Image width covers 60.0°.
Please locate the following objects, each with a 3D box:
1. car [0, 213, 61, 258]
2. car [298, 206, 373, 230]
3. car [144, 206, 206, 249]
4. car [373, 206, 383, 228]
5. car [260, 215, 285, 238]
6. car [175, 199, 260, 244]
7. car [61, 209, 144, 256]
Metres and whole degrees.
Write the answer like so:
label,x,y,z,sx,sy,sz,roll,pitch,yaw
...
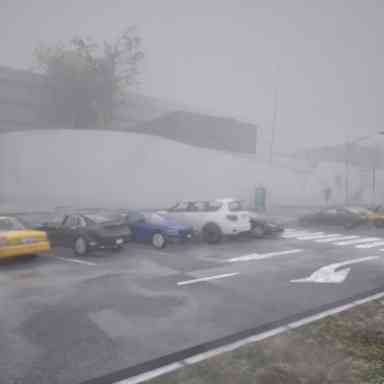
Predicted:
label,x,y,z,sx,sy,sz,roll,pitch,yaw
car,-7.181,1.503,11.735,5.366,1.575,1.946,-1,-1,35
car,9.976,1.820,23.737,4.674,1.452,2.002,-1,-1,35
car,-2.170,1.572,15.098,5.008,1.535,2.097,-1,-2,35
car,12.557,1.824,25.368,5.366,1.575,1.946,-1,-2,35
car,2.687,1.650,18.562,4.892,1.521,2.231,-1,-2,34
car,0.234,1.358,16.839,5.566,2.045,2.435,-1,-1,35
car,-4.594,1.539,13.356,4.892,1.521,2.231,-1,-1,35
